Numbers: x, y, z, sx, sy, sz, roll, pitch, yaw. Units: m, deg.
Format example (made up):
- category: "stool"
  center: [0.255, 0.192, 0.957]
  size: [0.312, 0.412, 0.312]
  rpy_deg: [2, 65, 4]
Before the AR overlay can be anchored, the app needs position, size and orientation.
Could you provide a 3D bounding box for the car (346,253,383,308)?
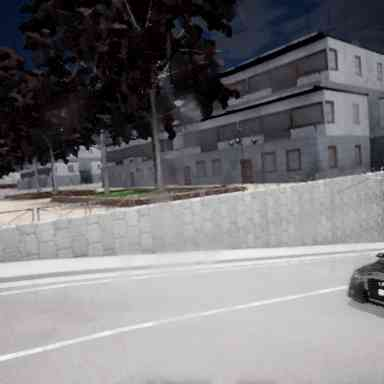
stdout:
- category: "car"
  center: [5.607, 2.029, 7.985]
  size: [4.181, 1.385, 1.994]
  rpy_deg: [4, -3, -35]
